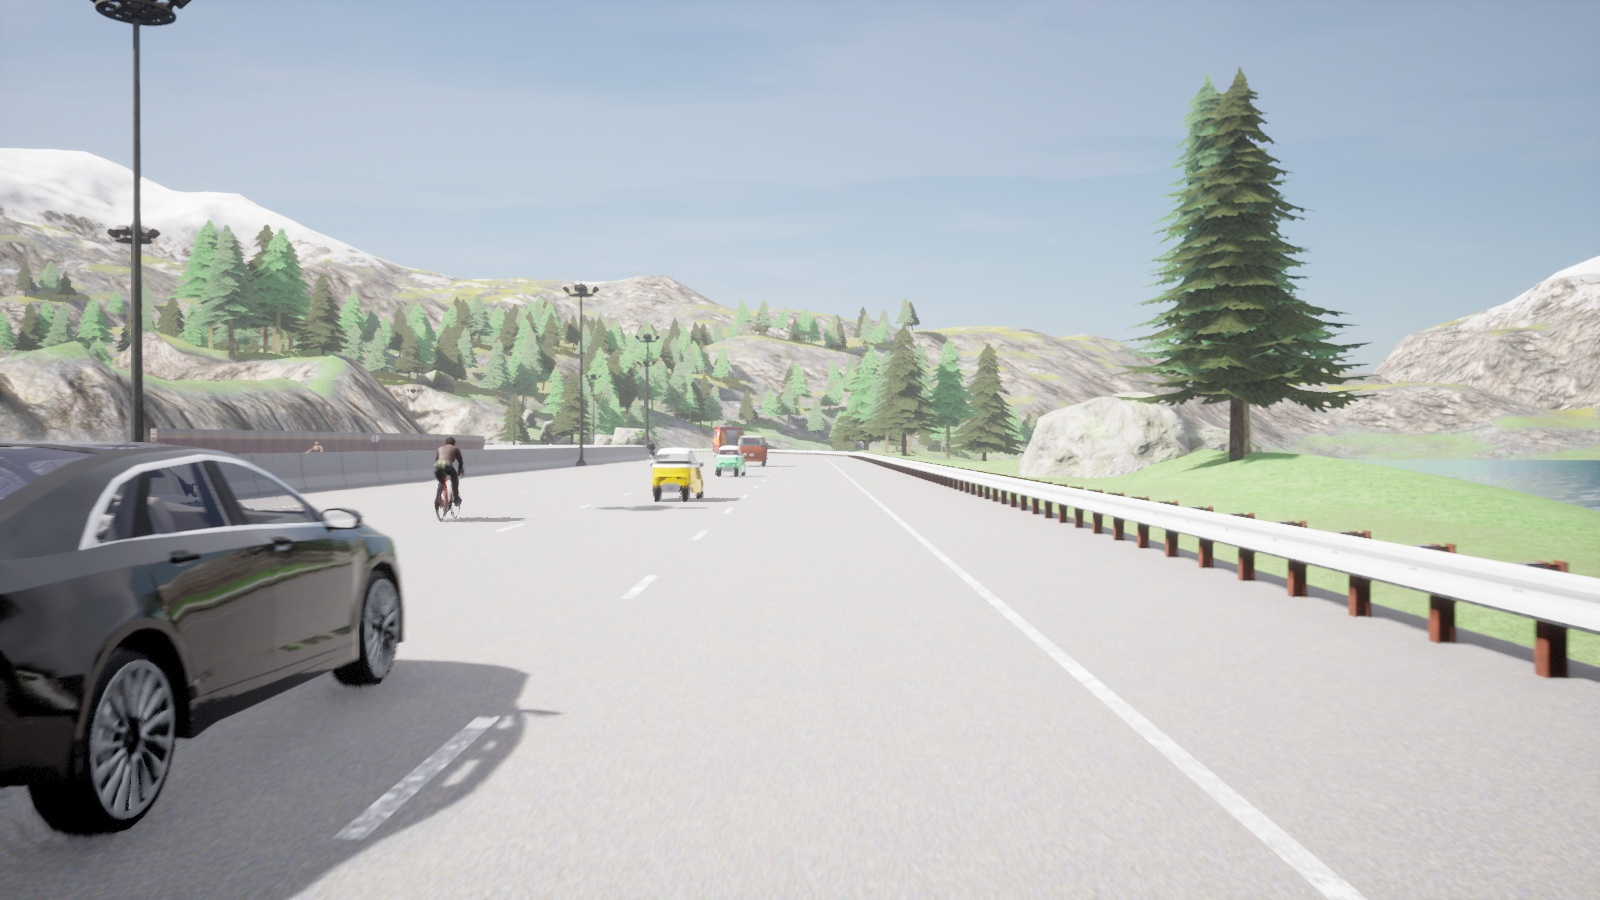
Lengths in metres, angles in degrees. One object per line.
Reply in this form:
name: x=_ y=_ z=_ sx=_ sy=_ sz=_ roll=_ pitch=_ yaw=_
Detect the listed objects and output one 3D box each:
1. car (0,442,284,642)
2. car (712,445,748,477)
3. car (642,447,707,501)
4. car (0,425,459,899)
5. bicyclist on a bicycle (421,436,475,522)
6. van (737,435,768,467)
car: x=-6.917 y=0.674 z=11.784 sx=2.163 sy=1.488 sz=4.792 roll=0 pitch=0 yaw=0
car: x=-3.159 y=0.480 z=56.603 sx=1.481 sy=1.376 sz=2.207 roll=0 pitch=1 yaw=0
car: x=-3.293 y=0.611 z=33.261 sx=1.481 sy=1.376 sz=2.207 roll=0 pitch=1 yaw=0
car: x=-3.456 y=0.664 z=6.368 sx=2.128 sy=1.511 sz=4.902 roll=0 pitch=0 yaw=0
bicyclist on a bicycle: x=-6.844 y=0.556 z=24.491 sx=0.582 sy=1.620 sz=1.656 roll=0 pitch=0 yaw=0
van: x=-3.019 y=0.041 z=80.836 sx=1.775 sy=1.987 sz=4.442 roll=0 pitch=0 yaw=0
